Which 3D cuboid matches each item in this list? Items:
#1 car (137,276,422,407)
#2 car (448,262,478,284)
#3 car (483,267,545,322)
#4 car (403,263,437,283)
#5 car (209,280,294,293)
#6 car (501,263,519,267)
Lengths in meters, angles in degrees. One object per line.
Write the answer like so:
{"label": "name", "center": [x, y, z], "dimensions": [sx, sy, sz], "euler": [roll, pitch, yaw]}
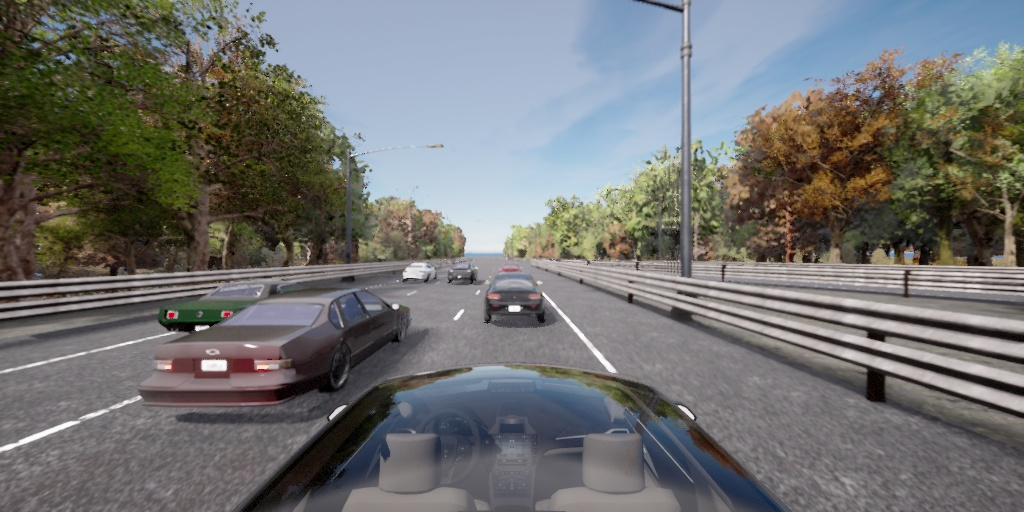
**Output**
{"label": "car", "center": [-3.415, 1.292, 6.611], "dimensions": [2.033, 1.411, 5.357], "euler": [0, 0, 0]}
{"label": "car", "center": [-3.625, 1.222, 26.928], "dimensions": [2.128, 1.511, 4.902], "euler": [0, 0, -1]}
{"label": "car", "center": [0.053, 1.263, 12.075], "dimensions": [1.812, 1.442, 4.674], "euler": [0, 0, 0]}
{"label": "car", "center": [-7.142, 1.257, 27.989], "dimensions": [1.812, 1.442, 4.674], "euler": [0, 0, -1]}
{"label": "car", "center": [-6.932, 1.342, 10.236], "dimensions": [1.895, 1.301, 4.718], "euler": [0, 0, 0]}
{"label": "car", "center": [-0.142, 1.255, 28.031], "dimensions": [1.812, 1.442, 4.674], "euler": [0, 0, -1]}
